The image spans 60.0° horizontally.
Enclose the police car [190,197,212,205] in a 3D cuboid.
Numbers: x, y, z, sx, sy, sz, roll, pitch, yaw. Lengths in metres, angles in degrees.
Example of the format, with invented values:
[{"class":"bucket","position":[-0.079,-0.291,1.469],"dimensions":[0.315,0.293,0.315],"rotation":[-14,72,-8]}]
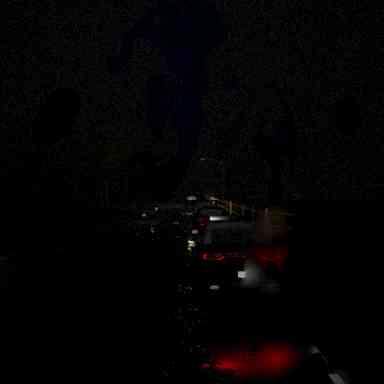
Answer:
[{"class":"police car","position":[0.989,1.437,25.194],"dimensions":[1.930,1.638,5.238],"rotation":[0,0,0]}]

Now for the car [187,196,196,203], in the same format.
[{"class":"car","position":[-0.166,1.595,69.576],"dimensions":[1.895,1.301,4.718],"rotation":[0,0,0]}]

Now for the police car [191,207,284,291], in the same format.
[{"class":"police car","position":[1.027,1.432,9.182],"dimensions":[1.930,1.638,5.238],"rotation":[0,0,0]}]

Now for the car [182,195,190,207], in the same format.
[{"class":"car","position":[-0.060,1.503,50.942],"dimensions":[2.128,1.511,4.902],"rotation":[0,0,0]}]

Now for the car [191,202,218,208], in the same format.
[{"class":"car","position":[1.004,1.537,19.079],"dimensions":[1.812,1.442,4.674],"rotation":[0,0,0]}]

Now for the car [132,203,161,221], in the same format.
[{"class":"car","position":[-3.666,1.576,27.409],"dimensions":[1.994,1.385,4.181],"rotation":[0,0,0]}]
